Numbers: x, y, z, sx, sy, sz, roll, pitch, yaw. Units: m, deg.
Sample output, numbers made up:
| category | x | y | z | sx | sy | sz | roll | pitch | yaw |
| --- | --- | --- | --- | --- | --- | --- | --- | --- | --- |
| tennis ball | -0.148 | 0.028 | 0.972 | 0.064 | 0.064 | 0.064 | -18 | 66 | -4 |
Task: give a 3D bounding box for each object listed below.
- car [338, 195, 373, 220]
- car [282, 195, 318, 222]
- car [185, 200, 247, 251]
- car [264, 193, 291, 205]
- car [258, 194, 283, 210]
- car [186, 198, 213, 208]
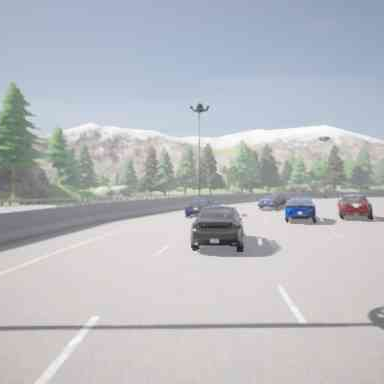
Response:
| category | x | y | z | sx | sy | sz | roll | pitch | yaw |
| --- | --- | --- | --- | --- | --- | --- | --- | --- | --- |
| car | 11.915 | 0.972 | 24.457 | 2.097 | 1.767 | 4.553 | 1 | 1 | 22 |
| car | 7.514 | 1.124 | 22.783 | 1.882 | 1.535 | 5.008 | -1 | 1 | 20 |
| car | 1.131 | 1.300 | 13.228 | 1.837 | 1.490 | 4.892 | -1 | 1 | 9 |
| car | 11.441 | 0.882 | 44.134 | 1.994 | 1.385 | 4.181 | 0 | 1 | 38 |
| car | 8.458 | 1.019 | 34.197 | 2.033 | 1.411 | 5.357 | 0 | 1 | 33 |
| car | 0.976 | 1.162 | 26.050 | 1.994 | 1.385 | 4.181 | 0 | 1 | 20 |
